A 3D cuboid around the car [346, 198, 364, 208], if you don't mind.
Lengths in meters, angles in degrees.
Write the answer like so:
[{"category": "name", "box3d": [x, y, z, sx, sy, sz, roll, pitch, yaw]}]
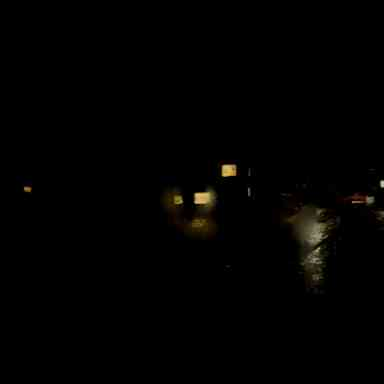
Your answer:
[{"category": "car", "box3d": [24.801, 1.652, 50.687, 2.128, 1.511, 4.902, -1, 0, 16]}]
